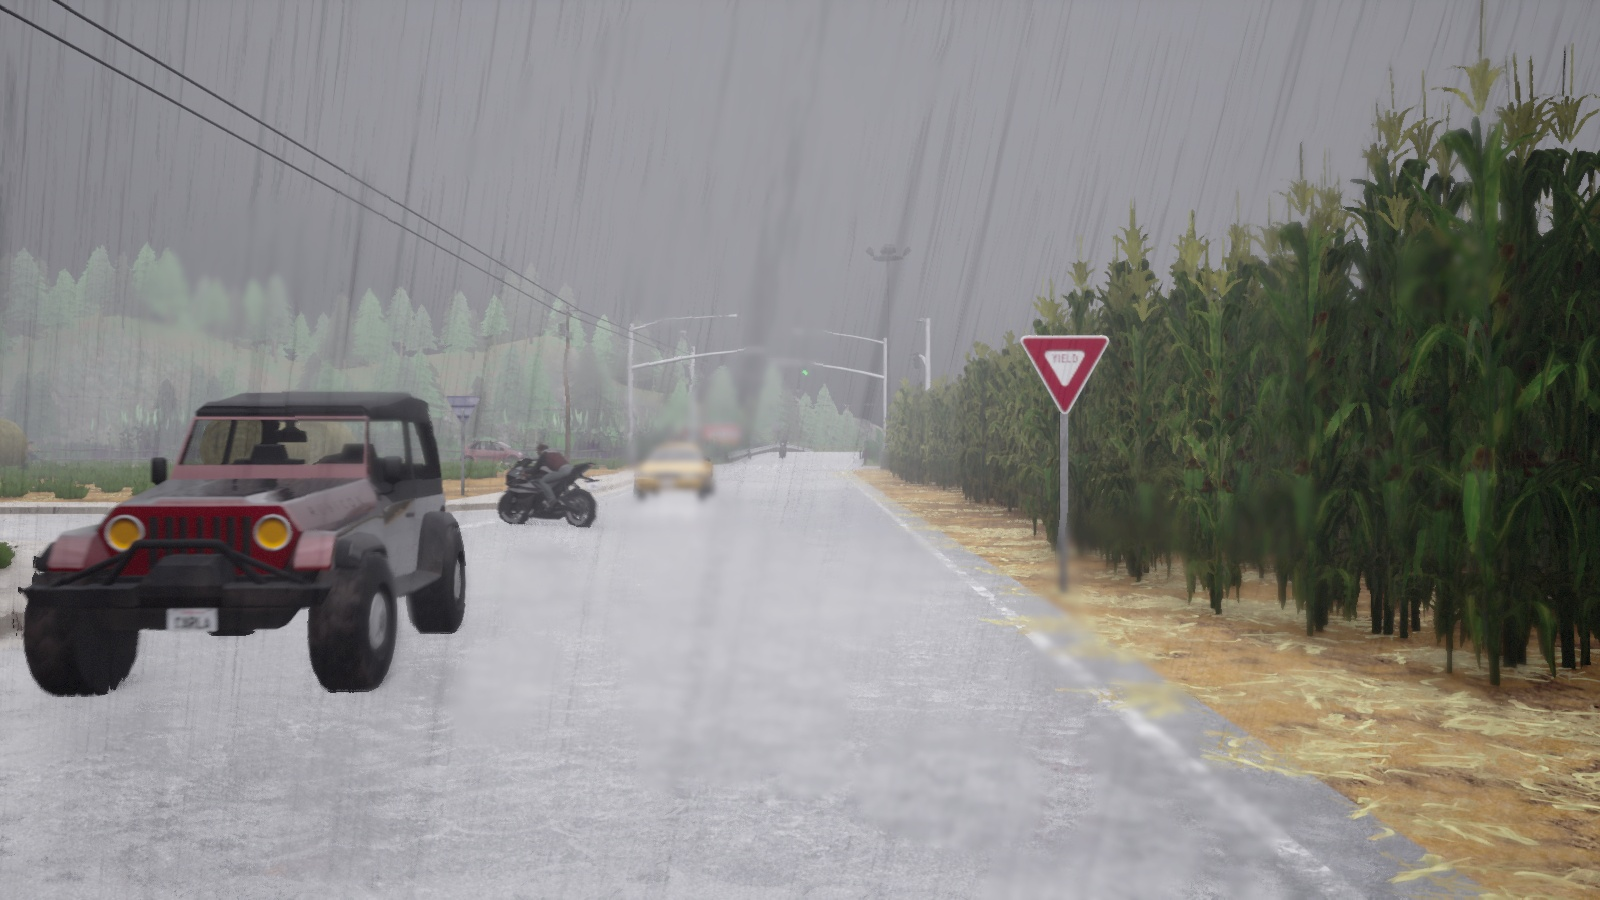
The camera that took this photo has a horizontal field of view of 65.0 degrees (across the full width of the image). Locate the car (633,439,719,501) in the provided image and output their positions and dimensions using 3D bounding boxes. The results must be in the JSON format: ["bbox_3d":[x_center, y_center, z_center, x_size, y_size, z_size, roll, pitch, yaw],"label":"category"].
[{"bbox_3d":[-3.299,0.489,34.269,1.801,1.575,5.366,0,0,0],"label":"car"}]

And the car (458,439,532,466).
[{"bbox_3d":[-18.478,0.165,76.190,3.988,1.617,1.851,0,0,3],"label":"car"}]

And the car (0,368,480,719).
[{"bbox_3d":[-3.543,0.490,8.702,1.905,1.878,3.866,0,0,-4],"label":"car"}]

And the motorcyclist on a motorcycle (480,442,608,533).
[{"bbox_3d":[-4.585,0.640,22.443,2.191,1.530,0.866,0,2,30],"label":"motorcyclist on a motorcycle"}]
